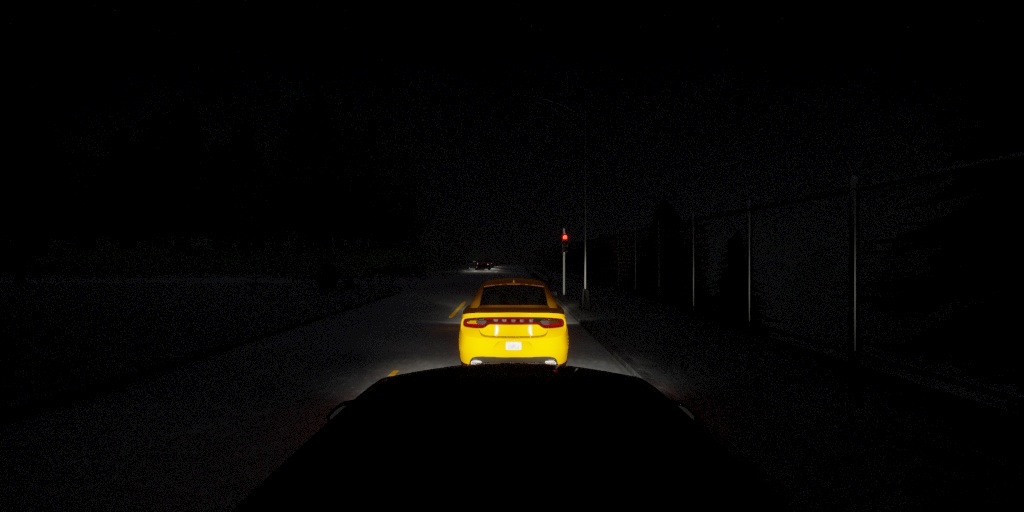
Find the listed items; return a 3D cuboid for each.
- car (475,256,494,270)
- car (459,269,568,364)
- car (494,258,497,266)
[{"bbox_3d":[-4.122,1.102,51.948,2.097,1.767,4.553,0,0,0],"label":"car"},{"bbox_3d":[0.043,1.228,7.979,1.882,1.535,5.008,0,0,0],"label":"car"},{"bbox_3d":[-4.108,1.351,62.224,1.895,1.301,4.718,0,0,0],"label":"car"}]
